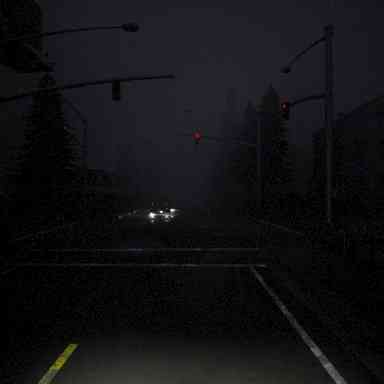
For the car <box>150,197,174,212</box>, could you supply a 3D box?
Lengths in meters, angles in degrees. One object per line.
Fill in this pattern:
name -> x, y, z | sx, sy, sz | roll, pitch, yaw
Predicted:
car -> -3.525, 1.352, 38.105 | 2.097, 1.767, 4.553 | 0, 0, 0
